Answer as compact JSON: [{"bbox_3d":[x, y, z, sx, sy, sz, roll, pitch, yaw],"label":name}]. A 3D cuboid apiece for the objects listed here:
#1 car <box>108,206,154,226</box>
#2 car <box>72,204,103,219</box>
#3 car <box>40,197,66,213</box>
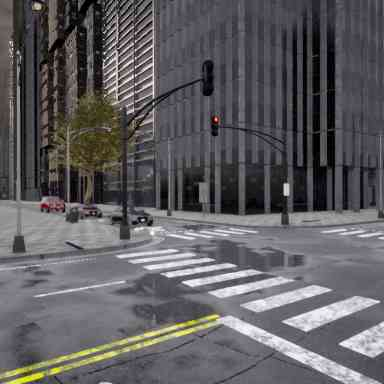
[{"bbox_3d":[-4.454,1.728,23.983,1.994,1.385,4.181,0,0,-35],"label":"car"},{"bbox_3d":[-10.174,1.816,32.019,1.994,1.385,4.181,0,0,-36],"label":"car"},{"bbox_3d":[-18.045,1.608,43.119,2.150,2.045,5.566,0,-1,-36],"label":"car"}]
